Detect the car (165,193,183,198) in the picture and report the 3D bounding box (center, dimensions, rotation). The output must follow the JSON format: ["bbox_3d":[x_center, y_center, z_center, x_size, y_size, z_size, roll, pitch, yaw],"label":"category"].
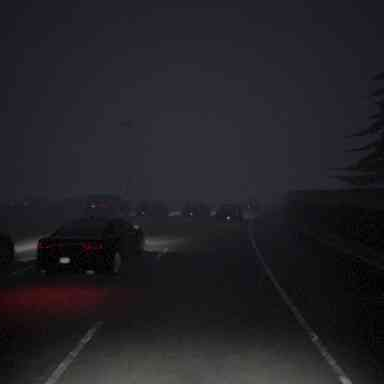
[{"bbox_3d":[-3.674,1.143,76.651,1.812,1.442,4.674,0,0,30],"label":"car"}]

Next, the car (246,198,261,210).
[{"bbox_3d":[7.622,1.549,42.379,1.812,1.442,4.674,0,0,19],"label":"car"}]

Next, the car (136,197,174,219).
[{"bbox_3d":[-3.392,1.489,29.361,2.128,1.511,4.902,0,0,12],"label":"car"}]

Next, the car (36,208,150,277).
[{"bbox_3d":[-2.828,1.473,10.356,1.882,1.535,5.008,0,0,4],"label":"car"}]

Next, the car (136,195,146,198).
[{"bbox_3d":[-11.913,1.442,76.233,2.033,1.411,5.357,0,0,28],"label":"car"}]

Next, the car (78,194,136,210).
[{"bbox_3d":[-7.152,1.210,28.638,2.150,2.045,5.566,0,0,12],"label":"car"}]

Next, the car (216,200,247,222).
[{"bbox_3d":[3.147,1.612,26.608,1.895,1.301,4.718,0,0,12],"label":"car"}]

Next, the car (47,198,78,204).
[{"bbox_3d":[-15.067,1.480,40.863,1.837,1.490,4.892,0,0,16],"label":"car"}]

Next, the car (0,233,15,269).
[{"bbox_3d":[-6.485,1.479,8.309,2.128,1.511,4.902,0,0,4],"label":"car"}]

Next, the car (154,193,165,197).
[{"bbox_3d":[-7.101,0.998,77.701,2.097,1.767,4.553,0,0,28],"label":"car"}]

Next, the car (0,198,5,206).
[{"bbox_3d":[-22.596,1.434,39.863,1.882,1.535,5.008,0,0,15],"label":"car"}]

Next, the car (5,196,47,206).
[{"bbox_3d":[-19.116,1.316,39.290,2.097,1.767,4.553,0,0,15],"label":"car"}]

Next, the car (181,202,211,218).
[{"bbox_3d":[0.494,1.607,30.711,1.895,1.301,4.718,0,0,14],"label":"car"}]
